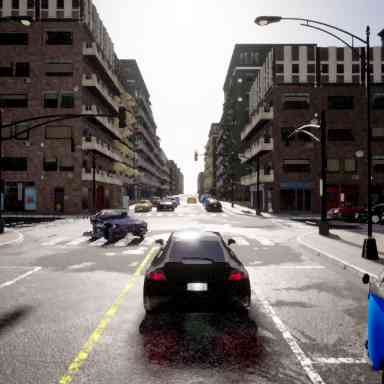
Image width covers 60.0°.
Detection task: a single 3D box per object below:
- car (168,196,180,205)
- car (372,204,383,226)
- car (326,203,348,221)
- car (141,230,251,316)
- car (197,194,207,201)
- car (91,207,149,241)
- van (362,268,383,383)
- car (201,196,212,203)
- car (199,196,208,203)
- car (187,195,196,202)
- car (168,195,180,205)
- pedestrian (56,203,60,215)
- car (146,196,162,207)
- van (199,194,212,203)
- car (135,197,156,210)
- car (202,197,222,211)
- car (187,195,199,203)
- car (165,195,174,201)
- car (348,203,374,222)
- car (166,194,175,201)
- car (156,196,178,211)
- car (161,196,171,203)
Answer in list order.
[{"bbox_3d":[-3.178,1.503,60.028,1.882,1.535,5.008,0,0,0],"label":"car"},{"bbox_3d":[13.502,1.584,19.778,4.313,1.339,1.947,0,-1,1],"label":"car"},{"bbox_3d":[13.591,1.609,28.160,4.097,1.590,1.967,0,-1,1],"label":"car"},{"bbox_3d":[0.087,1.566,7.610,1.994,1.385,4.181,0,0,0],"label":"car"},{"bbox_3d":[2.553,1.355,85.095,2.192,1.841,5.009,1,0,0],"label":"car"},{"bbox_3d":[-3.796,1.606,17.012,1.895,1.301,4.718,0,0,-28],"label":"car"},{"bbox_3d":[2.670,1.342,2.008,1.690,1.788,3.998,1,0,0],"label":"van"},{"bbox_3d":[2.620,1.569,45.598,2.008,1.369,4.403,1,0,0],"label":"car"},{"bbox_3d":[2.569,1.615,73.810,1.802,1.307,4.206,1,0,0],"label":"car"},{"bbox_3d":[-0.146,1.562,80.485,2.128,1.511,4.902,0,0,0],"label":"car"},{"bbox_3d":[-3.186,1.498,49.651,1.882,1.535,5.008,0,0,0],"label":"car"},{"bbox_3d":[-12.596,1.598,31.362,0.500,1.100,0.500,0,-1,1],"label":"pedestrian"},{"bbox_3d":[-5.768,1.461,51.225,1.967,1.590,4.097,1,0,0],"label":"car"},{"bbox_3d":[2.604,1.365,56.882,1.690,1.788,3.998,1,0,0],"label":"van"},{"bbox_3d":[-5.748,1.541,39.769,1.752,1.417,4.829,1,0,0],"label":"car"},{"bbox_3d":[2.631,1.581,39.955,1.947,1.339,4.313,1,0,0],"label":"car"},{"bbox_3d":[-0.023,1.507,68.011,1.882,1.535,5.008,0,0,0],"label":"car"},{"bbox_3d":[-5.831,1.591,85.080,2.008,1.369,4.403,1,0,0],"label":"car"},{"bbox_3d":[15.063,1.636,25.552,4.892,1.490,1.837,0,-1,0],"label":"car"},{"bbox_3d":[-5.839,1.484,90.724,1.967,1.590,4.097,1,0,0],"label":"car"},{"bbox_3d":[-3.173,1.580,40.934,1.994,1.385,4.181,0,0,0],"label":"car"},{"bbox_3d":[-5.810,1.578,73.795,1.887,1.381,4.507,1,0,0],"label":"car"}]
